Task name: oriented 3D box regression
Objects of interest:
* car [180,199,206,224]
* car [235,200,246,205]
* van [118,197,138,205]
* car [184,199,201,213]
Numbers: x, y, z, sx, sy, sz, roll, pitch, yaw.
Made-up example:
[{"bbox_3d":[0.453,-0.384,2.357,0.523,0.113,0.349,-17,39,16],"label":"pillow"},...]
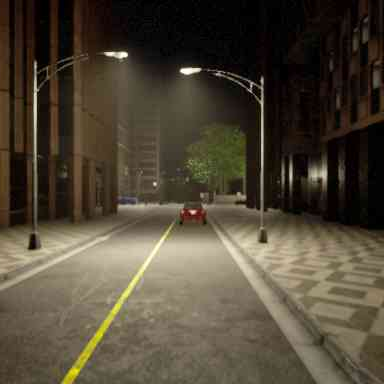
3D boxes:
[{"bbox_3d":[0.081,1.650,27.850,2.097,1.767,4.553,0,-1,0],"label":"car"},{"bbox_3d":[12.024,2.518,77.098,4.313,1.339,1.947,0,0,0],"label":"car"},{"bbox_3d":[-14.633,2.247,77.213,3.998,1.788,1.690,0,0,0],"label":"van"},{"bbox_3d":[0.069,1.842,45.077,2.097,1.767,4.553,0,-1,0],"label":"car"}]
